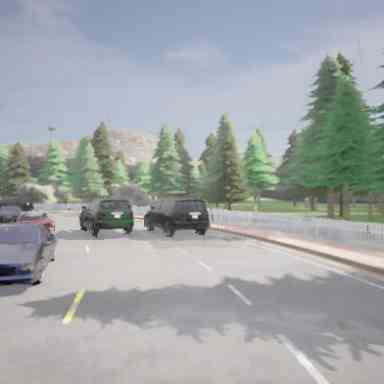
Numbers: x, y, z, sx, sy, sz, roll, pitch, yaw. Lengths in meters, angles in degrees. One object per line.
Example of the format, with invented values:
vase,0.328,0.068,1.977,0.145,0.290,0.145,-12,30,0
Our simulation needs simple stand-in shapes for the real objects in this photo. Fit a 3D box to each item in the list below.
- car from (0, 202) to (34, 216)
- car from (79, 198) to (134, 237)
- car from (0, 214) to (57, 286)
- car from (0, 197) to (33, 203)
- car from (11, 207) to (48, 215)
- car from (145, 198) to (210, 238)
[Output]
car,-14.529,1.800,26.629,1.994,1.385,4.181,0,-1,-44
car,-5.118,1.372,19.588,2.150,2.045,5.566,0,-1,-28
car,-5.107,1.629,9.749,2.033,1.411,5.357,0,0,-16
car,-21.812,1.585,40.432,5.566,2.045,2.150,0,0,25
car,-8.822,1.759,18.590,1.895,1.301,4.718,0,0,-30
car,-0.987,1.352,19.080,2.150,2.045,5.566,0,-1,-25
